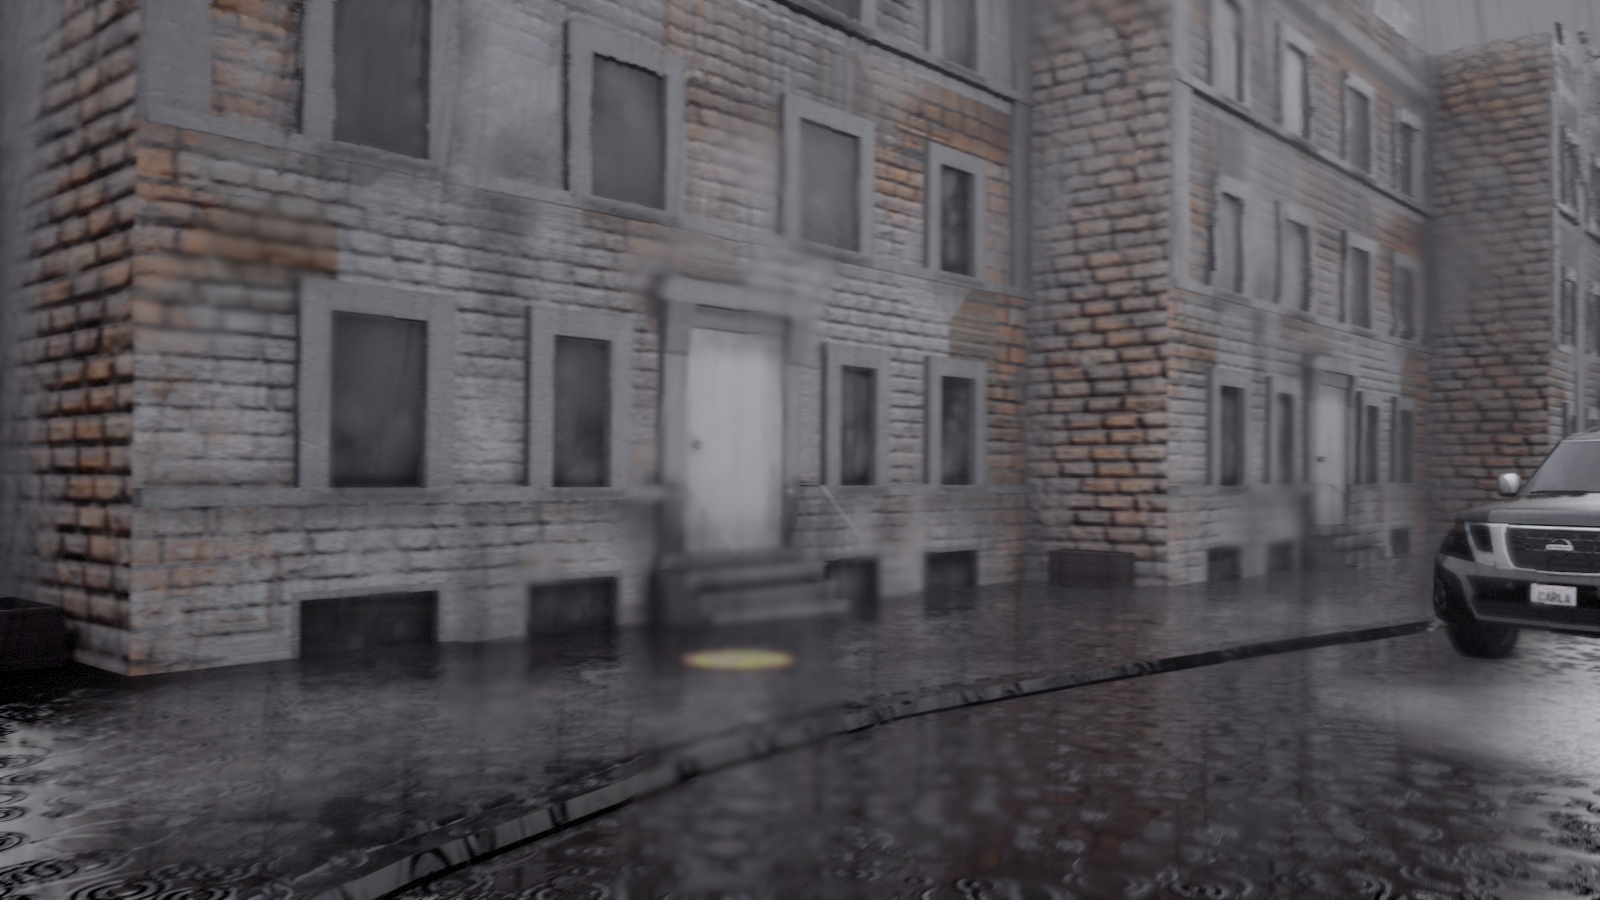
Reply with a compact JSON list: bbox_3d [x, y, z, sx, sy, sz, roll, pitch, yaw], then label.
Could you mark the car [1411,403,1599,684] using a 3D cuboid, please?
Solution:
[{"bbox_3d":[7.836,0.713,11.119,5.566,2.045,2.150,1,-1,-38],"label":"car"}]
